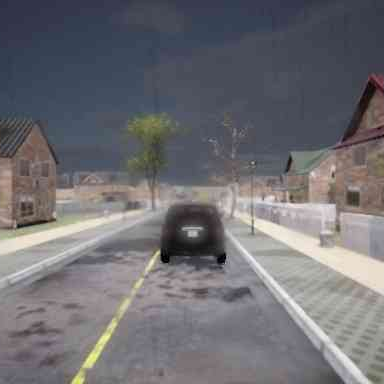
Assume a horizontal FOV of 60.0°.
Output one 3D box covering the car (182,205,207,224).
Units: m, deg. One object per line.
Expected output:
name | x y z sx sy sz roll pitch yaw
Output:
car | 0.286 1.887 28.471 1.994 1.385 4.181 0 -1 2

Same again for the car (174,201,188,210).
car | -1.756 2.270 55.570 2.033 1.411 5.357 0 -1 2

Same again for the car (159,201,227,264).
car | 0.062 1.357 12.557 2.150 2.045 5.566 0 0 1
